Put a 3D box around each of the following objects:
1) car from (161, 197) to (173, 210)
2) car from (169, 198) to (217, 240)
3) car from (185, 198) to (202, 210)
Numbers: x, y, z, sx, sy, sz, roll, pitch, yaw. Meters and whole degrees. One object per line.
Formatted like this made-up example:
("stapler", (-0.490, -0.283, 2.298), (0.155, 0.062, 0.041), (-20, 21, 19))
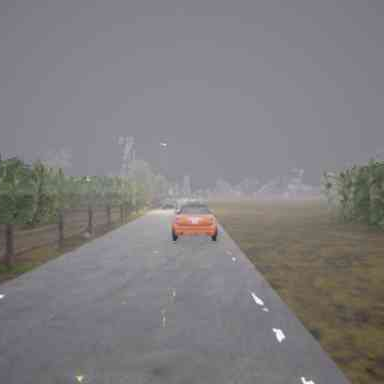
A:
("car", (-2.704, 1.457, 41.651), (1.837, 1.490, 4.892), (0, 0, 0))
("car", (0.123, 1.360, 17.089), (2.097, 1.767, 4.553), (0, 0, 0))
("car", (0.163, 1.495, 42.973), (2.033, 1.411, 5.357), (0, 0, 0))
